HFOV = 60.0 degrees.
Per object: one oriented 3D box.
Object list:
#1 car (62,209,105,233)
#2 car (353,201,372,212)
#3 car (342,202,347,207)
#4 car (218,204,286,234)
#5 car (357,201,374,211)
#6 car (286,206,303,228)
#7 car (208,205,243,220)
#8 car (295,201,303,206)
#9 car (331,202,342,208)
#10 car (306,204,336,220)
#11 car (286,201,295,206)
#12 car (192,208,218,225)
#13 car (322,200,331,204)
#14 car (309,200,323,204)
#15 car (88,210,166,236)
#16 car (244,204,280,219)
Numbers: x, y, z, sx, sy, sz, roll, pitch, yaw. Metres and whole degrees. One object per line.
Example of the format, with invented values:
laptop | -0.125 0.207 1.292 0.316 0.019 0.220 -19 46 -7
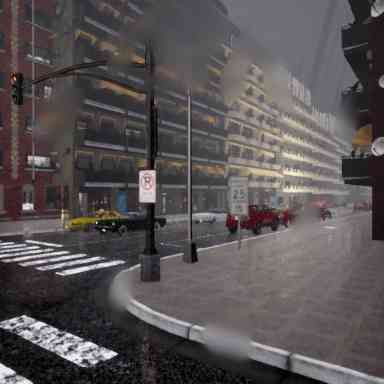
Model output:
car | -6.143 1.834 21.937 1.752 1.417 4.829 -1 -2 35
car | 30.057 2.522 59.101 2.192 1.841 5.009 -1 -2 35
car | 39.428 3.282 87.033 1.947 1.339 4.313 -1 -2 35
car | 4.074 1.711 21.986 2.192 1.841 5.009 -1 -2 35
car | 33.306 2.621 63.742 2.192 1.841 5.009 -1 -2 35
car | 7.324 2.043 26.619 1.887 1.381 4.507 -1 -2 35
car | 3.699 2.164 35.995 1.887 1.381 4.507 -1 -2 35
car | 16.689 2.340 54.560 2.192 1.841 5.009 -1 -2 35
car | 32.931 3.067 77.753 1.887 1.381 4.507 -1 -2 35
car | 13.820 2.284 35.897 1.802 1.307 4.206 -1 -2 35
car | 13.344 2.446 49.775 1.752 1.417 4.829 -1 -2 35
car | 1.981 2.093 29.001 1.895 1.301 4.718 0 -1 35
car | 26.433 2.640 68.479 2.192 1.841 5.009 -1 -2 35
car | 23.187 2.771 63.834 1.887 1.381 4.507 -1 -2 35
car | -3.765 1.911 20.794 1.895 1.301 4.718 0 -1 35
car | 7.954 2.171 37.513 2.128 1.511 4.902 0 -1 35
